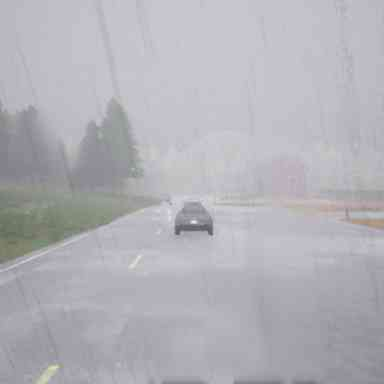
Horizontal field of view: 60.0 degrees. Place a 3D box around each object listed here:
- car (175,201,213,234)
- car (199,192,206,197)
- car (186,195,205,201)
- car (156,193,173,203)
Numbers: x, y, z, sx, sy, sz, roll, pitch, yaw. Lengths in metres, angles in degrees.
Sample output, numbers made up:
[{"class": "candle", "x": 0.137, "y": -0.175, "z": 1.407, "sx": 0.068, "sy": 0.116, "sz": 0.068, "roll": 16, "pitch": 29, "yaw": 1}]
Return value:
[{"class": "car", "x": 0.100, "y": 1.436, "z": 18.308, "sx": 1.994, "sy": 1.385, "sz": 4.181, "roll": 0, "pitch": 0, "yaw": 0}, {"class": "car", "x": 2.969, "y": 0.801, "z": 94.703, "sx": 1.816, "sy": 1.474, "sz": 4.193, "roll": -6, "pitch": 1, "yaw": -2}, {"class": "car", "x": 0.083, "y": 1.295, "z": 33.263, "sx": 1.812, "sy": 1.442, "sz": 4.674, "roll": 0, "pitch": 0, "yaw": 0}, {"class": "car", "x": -3.501, "y": 0.857, "z": 42.914, "sx": 1.837, "sy": 1.490, "sz": 4.892, "roll": 0, "pitch": 0, "yaw": 0}]
